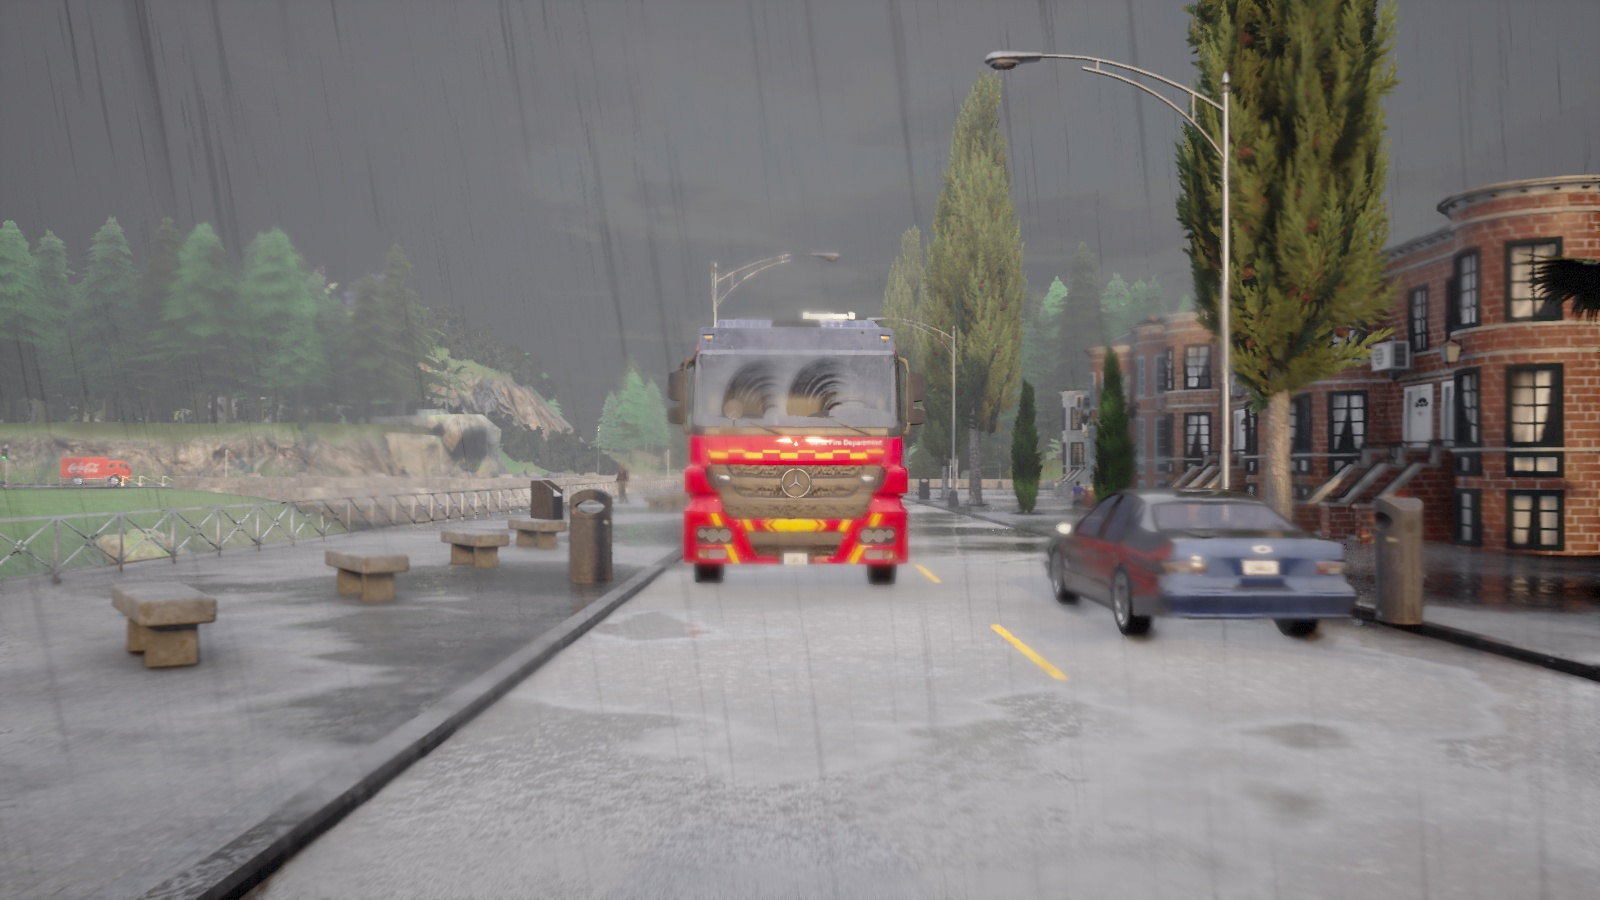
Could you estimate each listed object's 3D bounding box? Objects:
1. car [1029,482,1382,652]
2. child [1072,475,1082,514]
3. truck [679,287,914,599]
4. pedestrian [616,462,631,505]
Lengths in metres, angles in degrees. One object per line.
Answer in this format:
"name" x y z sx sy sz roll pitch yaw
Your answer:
"car" 3.964 1.072 13.459 2.033 1.411 5.357 0 -1 0
"child" 9.122 1.460 41.337 0.270 1.263 0.437 0 -1 8
"truck" -0.056 -0.020 19.706 2.891 3.827 8.468 0 -1 0
"pedestrian" -7.697 1.472 54.784 0.376 1.854 0.720 -1 -1 18
